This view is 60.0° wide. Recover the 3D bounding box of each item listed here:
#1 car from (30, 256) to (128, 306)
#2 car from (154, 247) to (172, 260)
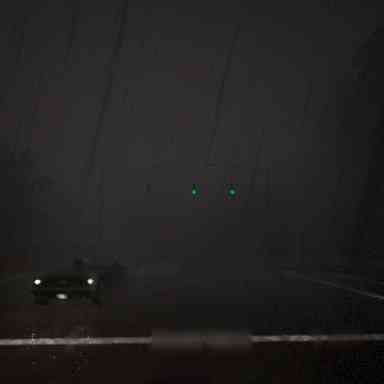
[{"bbox_3d":[-3.491,2.856,11.181,1.895,1.301,4.718,-1,-9,0],"label":"car"},{"bbox_3d":[-3.428,7.428,40.058,1.837,1.490,4.892,0,-10,0],"label":"car"}]
